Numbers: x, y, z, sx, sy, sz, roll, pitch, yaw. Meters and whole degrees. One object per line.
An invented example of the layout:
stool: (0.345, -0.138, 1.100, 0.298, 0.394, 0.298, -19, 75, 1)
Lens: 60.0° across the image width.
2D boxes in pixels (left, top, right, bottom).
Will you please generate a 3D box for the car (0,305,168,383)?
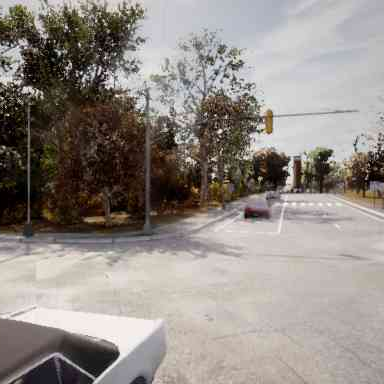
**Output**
car: (-1.765, 1.599, 1.682, 1.895, 1.301, 4.718, 0, 0, 16)

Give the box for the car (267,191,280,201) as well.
car: (12.497, 0.618, 50.946, 1.994, 1.385, 4.181, 0, 2, 17)

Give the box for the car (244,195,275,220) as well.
car: (5.294, 1.315, 26.409, 1.882, 1.535, 5.008, 0, 1, 16)
